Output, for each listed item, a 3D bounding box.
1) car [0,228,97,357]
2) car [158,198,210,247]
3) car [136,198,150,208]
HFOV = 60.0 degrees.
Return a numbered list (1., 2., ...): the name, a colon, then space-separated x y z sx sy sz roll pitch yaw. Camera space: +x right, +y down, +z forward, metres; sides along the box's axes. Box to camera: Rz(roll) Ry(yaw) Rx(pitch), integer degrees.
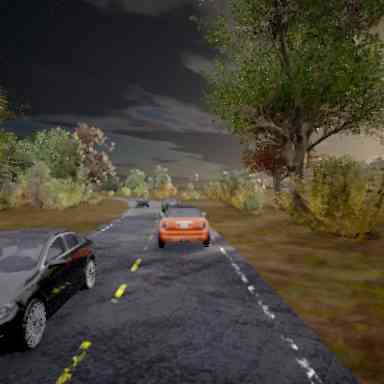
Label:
1. car: -3.171 1.492 6.210 2.128 1.511 4.902 0 0 -2
2. car: -0.407 1.339 15.176 2.097 1.767 4.553 0 0 -3
3. car: -7.084 1.521 47.948 2.033 1.411 5.357 0 0 -9
